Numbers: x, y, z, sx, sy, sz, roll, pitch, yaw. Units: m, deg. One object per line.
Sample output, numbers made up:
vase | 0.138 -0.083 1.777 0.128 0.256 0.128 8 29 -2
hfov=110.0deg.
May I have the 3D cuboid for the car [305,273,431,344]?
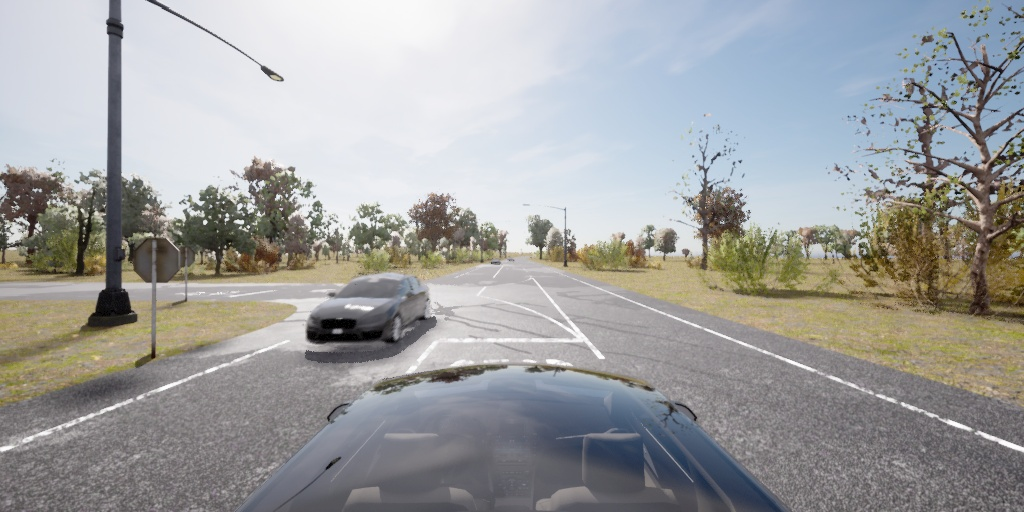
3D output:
car | -3.501 1.253 9.624 1.837 1.490 4.892 0 0 0
